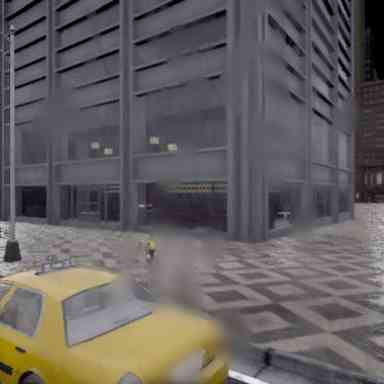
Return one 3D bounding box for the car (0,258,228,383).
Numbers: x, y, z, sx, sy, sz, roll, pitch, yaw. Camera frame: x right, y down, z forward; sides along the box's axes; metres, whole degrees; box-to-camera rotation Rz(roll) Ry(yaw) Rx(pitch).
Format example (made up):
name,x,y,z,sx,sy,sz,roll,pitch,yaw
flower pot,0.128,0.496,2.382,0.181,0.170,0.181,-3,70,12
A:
name,x,y,z,sx,sy,sz,roll,pitch,yaw
car,-1.909,1.552,4.322,4.829,1.417,1.752,0,0,36
